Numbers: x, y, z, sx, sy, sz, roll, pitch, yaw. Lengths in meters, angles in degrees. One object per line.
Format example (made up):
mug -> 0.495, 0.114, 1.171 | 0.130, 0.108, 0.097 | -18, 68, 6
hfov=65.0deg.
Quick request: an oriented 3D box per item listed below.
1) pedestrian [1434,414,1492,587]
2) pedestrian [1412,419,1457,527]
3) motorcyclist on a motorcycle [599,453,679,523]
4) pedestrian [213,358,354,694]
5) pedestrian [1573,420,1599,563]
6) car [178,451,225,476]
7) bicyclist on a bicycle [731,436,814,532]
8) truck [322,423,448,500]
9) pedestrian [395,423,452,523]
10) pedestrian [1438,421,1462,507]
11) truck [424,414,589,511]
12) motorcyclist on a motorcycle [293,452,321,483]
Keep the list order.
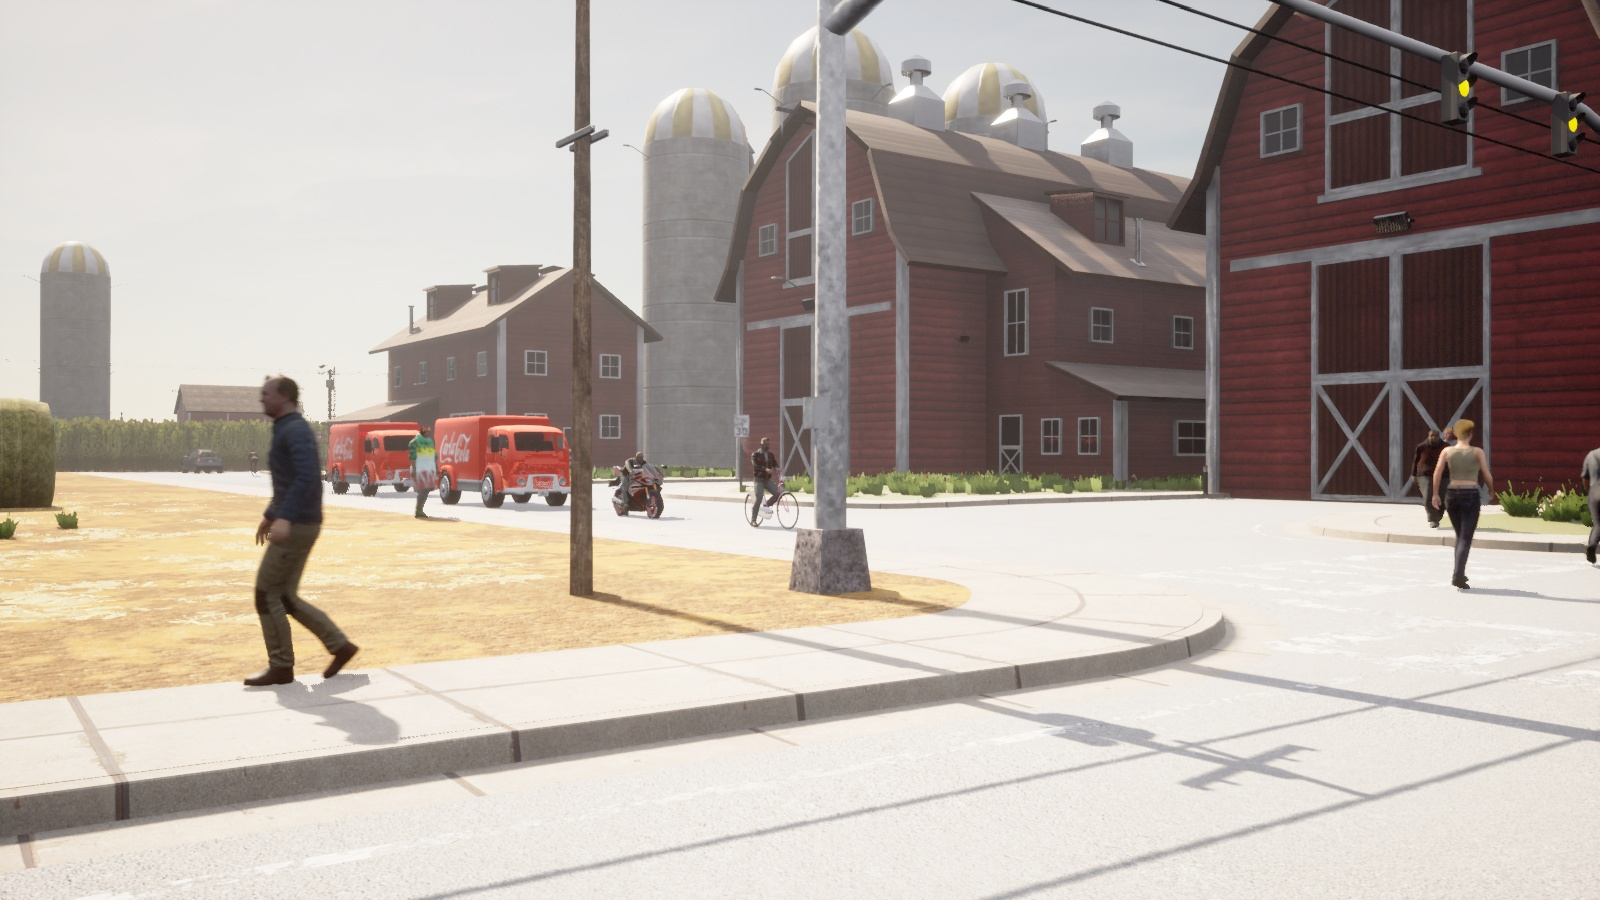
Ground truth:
pedestrian -> 7.216, 0.538, 13.675 | 0.594, 1.836, 0.345 | 0, 0, -39
pedestrian -> 11.136, 0.394, 22.048 | 0.634, 1.844, 0.899 | 0, 0, 22
motorcyclist on a motorcycle -> -3.685, 0.831, 28.569 | 0.866, 1.530, 2.191 | 0, 0, -36
pedestrian -> -2.962, 0.417, 7.213 | 0.726, 1.842, 0.402 | 0, 0, -23
pedestrian -> 10.573, 0.538, 16.443 | 0.694, 1.848, 0.540 | 0, 0, -36
car -> -40.600, 0.918, 85.127 | 1.851, 1.617, 3.988 | 0, 0, -42
bicyclist on a bicycle -> -0.547, 0.644, 24.227 | 0.659, 1.776, 1.843 | 0, -1, -36
truck -> -14.410, 0.349, 43.388 | 2.627, 2.467, 5.204 | -1, 1, -36
pedestrian -> -7.529, 0.455, 25.110 | 0.873, 1.952, 0.659 | 0, 0, 27
pedestrian -> 14.005, 0.293, 27.061 | 0.354, 1.836, 0.706 | 0, 0, 36
truck -> -8.225, 0.334, 34.843 | 2.627, 2.467, 5.204 | 0, 0, -36
motorcyclist on a motorcycle -> -25.300, 0.883, 64.431 | 0.866, 1.590, 1.817 | 0, 0, -36
